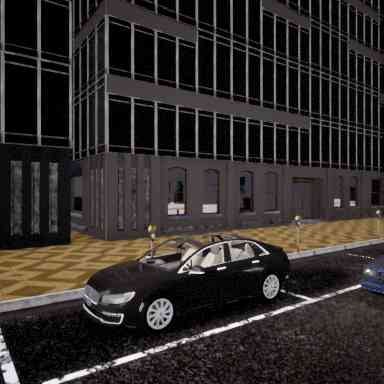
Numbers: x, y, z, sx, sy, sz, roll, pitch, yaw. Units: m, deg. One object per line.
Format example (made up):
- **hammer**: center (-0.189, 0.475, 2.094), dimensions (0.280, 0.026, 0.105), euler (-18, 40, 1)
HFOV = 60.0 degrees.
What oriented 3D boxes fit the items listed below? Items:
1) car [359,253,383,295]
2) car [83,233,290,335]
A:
- **car**: center (6.082, 1.547, 7.714), dimensions (5.357, 1.411, 2.033), euler (0, 0, -35)
- **car**: center (0.113, 1.551, 6.639), dimensions (4.403, 1.369, 2.008), euler (0, 0, -35)
